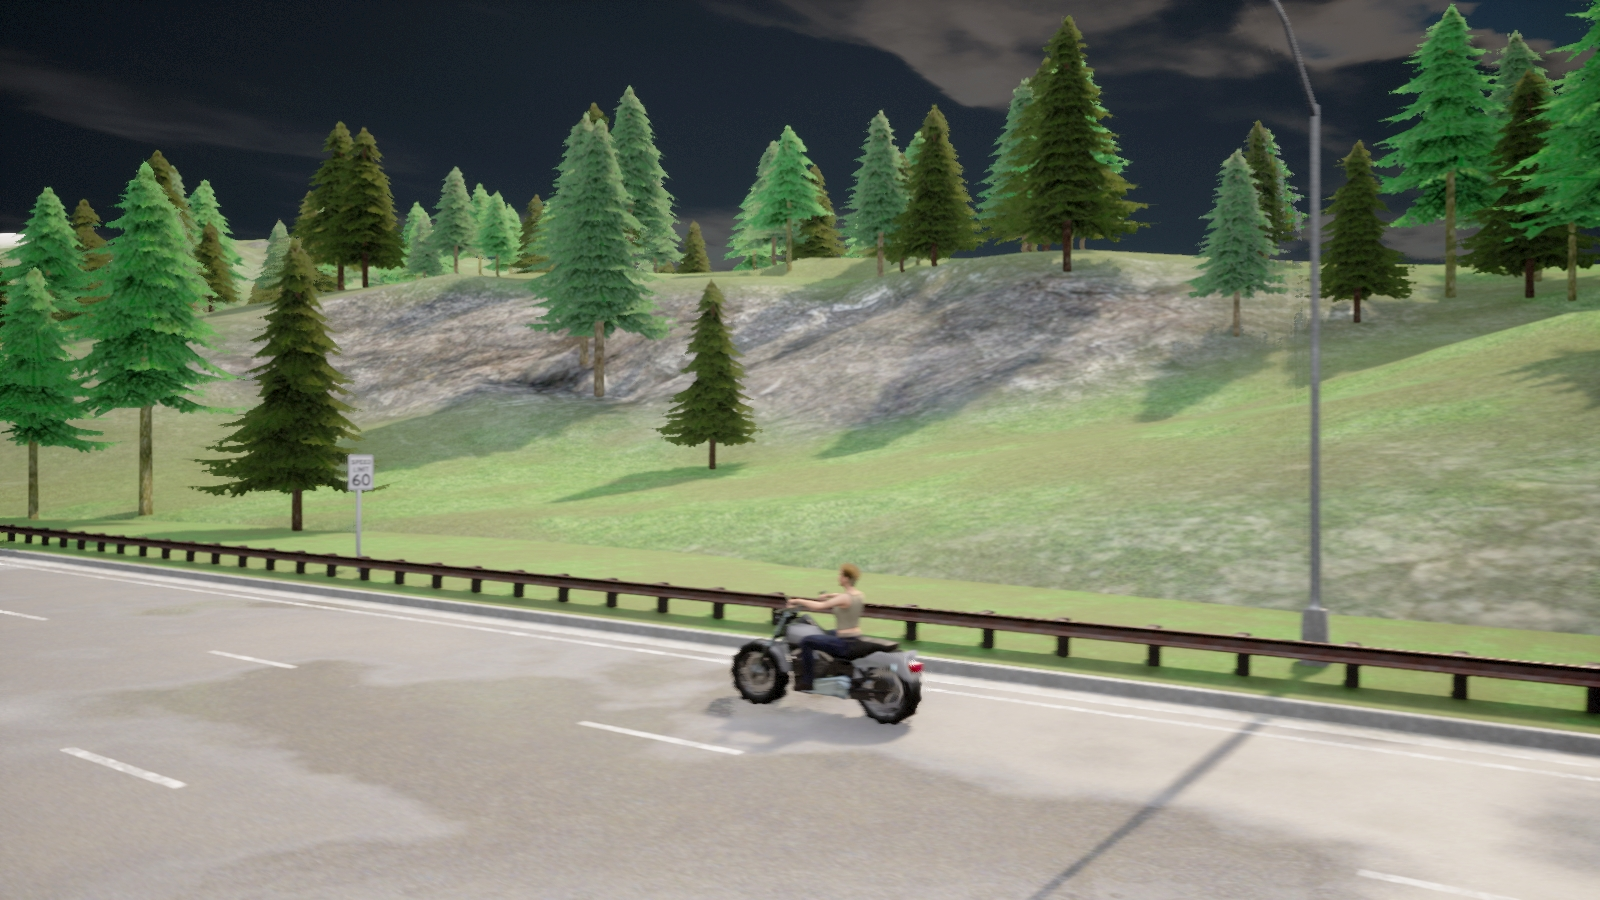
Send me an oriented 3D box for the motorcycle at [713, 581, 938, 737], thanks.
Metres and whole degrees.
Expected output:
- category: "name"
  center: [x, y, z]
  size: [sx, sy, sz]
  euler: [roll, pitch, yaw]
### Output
- category: "motorcycle"
  center: [0.236, 2.160, 12.174]
  size: [2.356, 1.307, 0.764]
  euler: [0, 0, 35]
